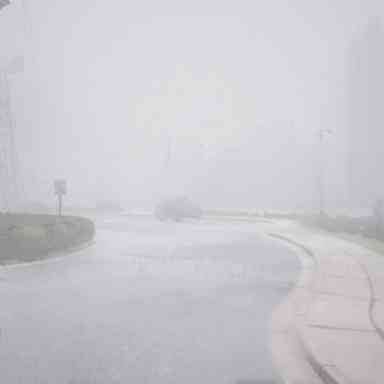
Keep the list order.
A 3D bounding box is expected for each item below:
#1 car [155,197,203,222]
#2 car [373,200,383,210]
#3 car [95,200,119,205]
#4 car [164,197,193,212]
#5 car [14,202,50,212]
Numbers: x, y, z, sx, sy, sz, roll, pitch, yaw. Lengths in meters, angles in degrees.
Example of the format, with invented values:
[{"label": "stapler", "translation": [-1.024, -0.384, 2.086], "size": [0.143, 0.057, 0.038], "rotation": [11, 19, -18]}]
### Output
[{"label": "car", "translation": [-1.024, 1.494, 27.884], "size": [1.932, 1.855, 4.605], "rotation": [-1, 0, 35]}, {"label": "car", "translation": [18.064, 1.513, 30.674], "size": [2.242, 1.667, 4.611], "rotation": [-1, 0, 35]}, {"label": "car", "translation": [-13.102, 1.947, 51.869], "size": [1.816, 1.474, 4.193], "rotation": [-1, 0, 35]}, {"label": "car", "translation": [-1.744, 1.608, 44.587], "size": [1.905, 1.878, 3.866], "rotation": [-1, 0, 35]}, {"label": "car", "translation": [-19.520, 1.948, 40.656], "size": [1.784, 1.438, 3.905], "rotation": [-1, 0, 35]}]
